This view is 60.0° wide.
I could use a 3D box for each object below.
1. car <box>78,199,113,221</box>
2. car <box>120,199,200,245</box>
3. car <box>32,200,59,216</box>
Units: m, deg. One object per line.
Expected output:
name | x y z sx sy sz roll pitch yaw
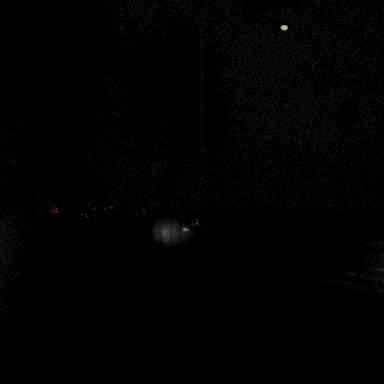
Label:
car | -9.826 1.746 33.719 2.150 2.045 5.566 0 -1 -35
car | -1.836 1.407 17.090 2.150 2.045 5.566 0 -1 -35
car | -17.710 1.940 39.997 2.150 2.045 5.566 0 -1 -34
